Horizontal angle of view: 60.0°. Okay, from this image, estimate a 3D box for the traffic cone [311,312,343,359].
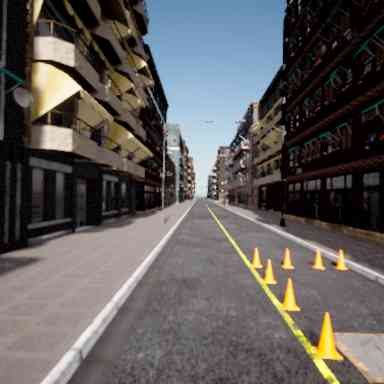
[{"bbox_3d":[1.959,2.048,4.838,0.340,0.580,0.340,1,-1,1],"label":"traffic cone"}]

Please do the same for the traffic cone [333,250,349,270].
[{"bbox_3d":[4.815,2.170,10.751,0.340,0.580,0.340,2,-1,-24],"label":"traffic cone"}]

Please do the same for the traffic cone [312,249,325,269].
[{"bbox_3d":[4.095,2.156,10.789,0.340,0.580,0.340,1,-1,1],"label":"traffic cone"}]

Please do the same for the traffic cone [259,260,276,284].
[{"bbox_3d":[2.051,2.092,8.836,0.340,0.580,0.340,1,-1,1],"label":"traffic cone"}]

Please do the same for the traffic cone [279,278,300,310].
[{"bbox_3d":[2.005,2.070,6.837,0.340,0.580,0.340,1,-1,1],"label":"traffic cone"}]

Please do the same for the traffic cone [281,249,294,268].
[{"bbox_3d":[3.096,2.135,10.813,0.340,0.580,0.340,1,-1,1],"label":"traffic cone"}]

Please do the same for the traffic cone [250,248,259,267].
[{"bbox_3d":[2.096,2.114,10.835,0.340,0.580,0.340,1,-1,1],"label":"traffic cone"}]
